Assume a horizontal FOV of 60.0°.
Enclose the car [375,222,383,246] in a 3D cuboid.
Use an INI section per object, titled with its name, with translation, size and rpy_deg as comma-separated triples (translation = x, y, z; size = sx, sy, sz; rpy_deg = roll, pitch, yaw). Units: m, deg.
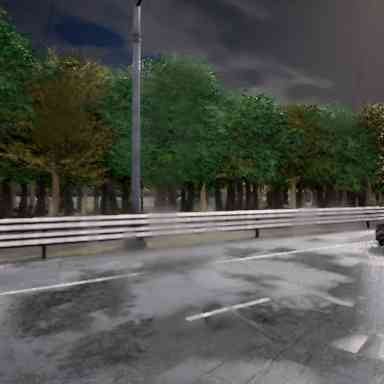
[car]
translation = 9.832, 1.639, 14.473
size = 4.674, 1.442, 1.812
rpy_deg = 1, 0, -32
